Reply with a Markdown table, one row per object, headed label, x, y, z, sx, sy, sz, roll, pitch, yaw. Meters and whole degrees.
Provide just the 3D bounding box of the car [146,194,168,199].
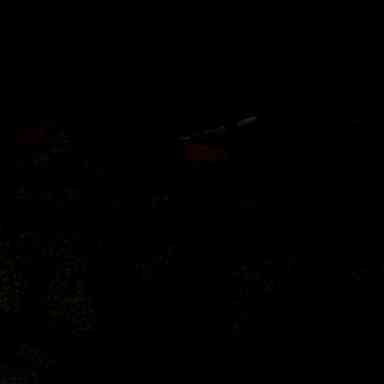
| label | x | y | z | sx | sy | sz | roll | pitch | yaw |
| --- | --- | --- | --- | --- | --- | --- | --- | --- | --- |
| car | -7.182 | 1.488 | 65.177 | 5.566 | 2.045 | 2.150 | 0 | 0 | -44 |
